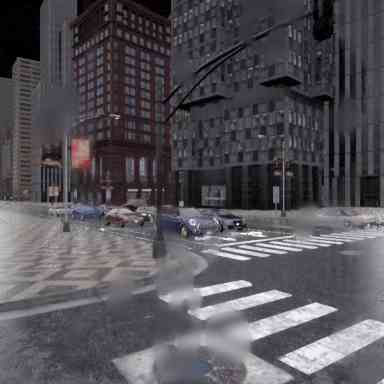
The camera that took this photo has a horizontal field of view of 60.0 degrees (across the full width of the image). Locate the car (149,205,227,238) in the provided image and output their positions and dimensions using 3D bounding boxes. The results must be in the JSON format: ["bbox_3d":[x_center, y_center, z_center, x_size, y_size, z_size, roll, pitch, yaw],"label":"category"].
[{"bbox_3d":[-0.383,1.636,19.594,2.097,1.767,4.553,0,-1,-35],"label":"car"}]

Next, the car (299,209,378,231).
[{"bbox_3d":[9.637,1.800,22.401,1.895,1.301,4.718,0,-1,-37],"label":"car"}]

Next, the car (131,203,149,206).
[{"bbox_3d":[-3.489,1.969,29.530,1.837,1.490,4.892,0,-1,-35],"label":"car"}]

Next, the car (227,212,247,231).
[{"bbox_3d":[1.691,1.861,22.312,1.994,1.385,4.181,0,-1,-36],"label":"car"}]

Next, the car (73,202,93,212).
[{"bbox_3d":[-18.586,2.549,56.472,1.837,1.490,4.892,0,-1,-36],"label":"car"}]

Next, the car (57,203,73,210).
[{"bbox_3d":[-24.986,2.852,65.388,1.895,1.301,4.718,0,-1,-36],"label":"car"}]

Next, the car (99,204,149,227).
[{"bbox_3d":[-5.534,1.976,26.808,1.812,1.442,4.674,0,-1,-36],"label":"car"}]

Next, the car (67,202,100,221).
[{"bbox_3d":[-10.928,2.104,34.326,1.882,1.535,5.008,0,-1,-36],"label":"car"}]

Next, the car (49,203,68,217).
[{"bbox_3d":[-16.697,2.417,42.417,1.895,1.301,4.718,0,-1,-35],"label":"car"}]

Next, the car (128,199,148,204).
[{"bbox_3d":[-8.044,2.001,47.360,2.150,2.045,5.566,0,-1,-36],"label":"car"}]

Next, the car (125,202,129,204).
[{"bbox_3d":[-9.552,2.154,37.984,2.128,1.511,4.902,0,-1,-36],"label":"car"}]

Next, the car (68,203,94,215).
[{"bbox_3d":[-15.589,2.353,46.477,2.128,1.511,4.902,0,-1,-35],"label":"car"}]
